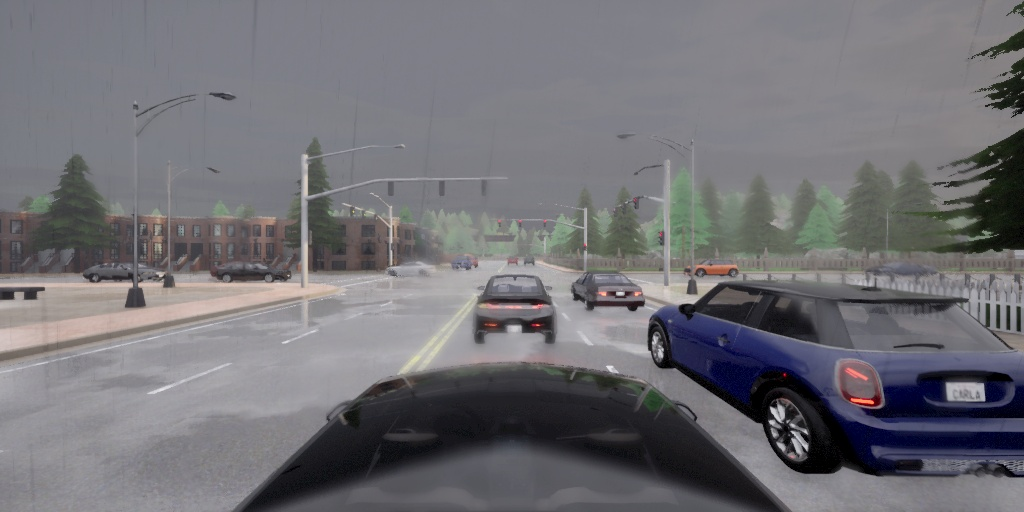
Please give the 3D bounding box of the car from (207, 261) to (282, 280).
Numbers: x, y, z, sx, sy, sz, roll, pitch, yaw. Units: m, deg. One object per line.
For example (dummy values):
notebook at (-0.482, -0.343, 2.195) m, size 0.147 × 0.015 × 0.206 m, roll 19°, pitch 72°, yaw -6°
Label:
car at (-22.808, 1.228, 30.683) m, size 5.008 × 1.535 × 1.882 m, roll 0°, pitch 0°, yaw -1°

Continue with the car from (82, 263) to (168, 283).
car at (-28.996, 1.241, 26.975) m, size 4.902 × 1.511 × 2.128 m, roll 0°, pitch 0°, yaw -4°

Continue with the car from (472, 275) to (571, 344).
car at (0.080, 1.242, 9.566) m, size 2.128 × 1.511 × 4.902 m, roll 0°, pitch 0°, yaw 1°

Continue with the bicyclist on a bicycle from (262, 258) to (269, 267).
bicyclist on a bicycle at (-28.730, 1.053, 41.699) m, size 0.582 × 1.620 × 1.656 m, roll 0°, pitch 0°, yaw -1°

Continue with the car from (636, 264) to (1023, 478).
car at (3.609, 1.102, 4.973) m, size 2.097 × 1.767 × 4.553 m, roll 0°, pitch 0°, yaw 0°

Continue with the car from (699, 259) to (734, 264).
car at (18.778, 1.102, 33.971) m, size 4.553 × 1.767 × 2.097 m, roll 0°, pitch 0°, yaw 0°

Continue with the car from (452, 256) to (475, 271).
car at (-6.966, 0.971, 50.288) m, size 2.150 × 2.045 × 5.566 m, roll 0°, pitch 0°, yaw 1°

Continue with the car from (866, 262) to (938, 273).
car at (36.782, 1.297, 33.909) m, size 5.357 × 1.411 × 2.033 m, roll 0°, pitch 0°, yaw 0°

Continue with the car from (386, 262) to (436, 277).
car at (-9.653, 1.275, 34.459) m, size 4.674 × 1.442 × 1.812 m, roll 0°, pitch 0°, yaw 1°

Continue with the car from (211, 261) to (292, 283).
car at (-19.499, 1.228, 27.245) m, size 5.008 × 1.535 × 1.882 m, roll 0°, pitch 0°, yaw -1°

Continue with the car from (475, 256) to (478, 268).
car at (-6.938, 0.971, 60.513) m, size 2.150 × 2.045 × 5.566 m, roll 0°, pitch 0°, yaw 0°

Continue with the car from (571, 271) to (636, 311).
car at (3.611, 1.297, 14.391) m, size 2.033 × 1.411 × 5.357 m, roll 0°, pitch 0°, yaw 1°
